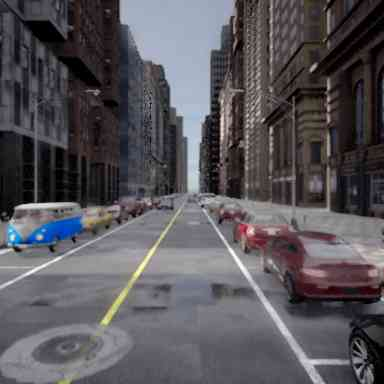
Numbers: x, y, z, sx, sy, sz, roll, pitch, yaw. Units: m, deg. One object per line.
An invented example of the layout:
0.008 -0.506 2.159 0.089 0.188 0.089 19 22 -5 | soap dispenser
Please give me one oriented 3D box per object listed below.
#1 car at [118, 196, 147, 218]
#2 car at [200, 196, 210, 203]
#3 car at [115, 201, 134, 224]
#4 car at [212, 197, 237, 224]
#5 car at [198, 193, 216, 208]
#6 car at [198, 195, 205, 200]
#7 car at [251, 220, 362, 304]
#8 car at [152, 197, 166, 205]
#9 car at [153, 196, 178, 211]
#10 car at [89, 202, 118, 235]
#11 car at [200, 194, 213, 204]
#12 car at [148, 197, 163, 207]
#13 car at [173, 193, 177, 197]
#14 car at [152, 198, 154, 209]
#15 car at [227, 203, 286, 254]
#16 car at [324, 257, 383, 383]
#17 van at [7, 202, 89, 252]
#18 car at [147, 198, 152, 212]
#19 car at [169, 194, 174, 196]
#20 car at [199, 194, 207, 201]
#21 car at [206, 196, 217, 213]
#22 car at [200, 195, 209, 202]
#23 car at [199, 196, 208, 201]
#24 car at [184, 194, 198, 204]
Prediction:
-5.773 1.305 30.262 2.192 1.841 5.009 0 0 0 | car
2.743 1.560 69.490 1.947 1.339 4.313 0 0 0 | car
-5.770 1.574 24.659 1.802 1.307 4.206 0 0 0 | car
2.754 1.432 24.676 1.967 1.590 4.097 0 0 0 | car
2.383 1.209 47.450 2.150 2.045 5.566 0 0 0 | car
2.738 1.587 91.897 1.802 1.307 4.206 0 0 0 | car
2.759 1.579 7.872 1.802 1.307 4.206 0 0 0 | car
-5.779 1.556 58.271 1.947 1.339 4.313 0 0 0 | car
-3.101 1.553 39.791 1.994 1.385 4.181 0 0 0 | car
-5.769 1.519 18.887 1.752 1.417 4.829 0 0 0 | car
2.744 1.307 63.888 2.192 1.841 5.009 0 0 0 | car
-5.777 1.555 52.670 1.947 1.339 4.313 0 0 0 | car
-5.788 1.445 91.885 1.967 1.590 4.097 0 0 0 | car
-5.775 1.429 41.465 1.967 1.590 4.097 0 0 0 | car
2.757 1.435 13.473 1.967 1.590 4.097 0 0 0 | car
2.760 1.565 2.269 1.947 1.339 4.313 0 0 0 | car
-5.768 1.336 13.455 1.690 1.788 3.998 0 0 0 | van
-5.773 1.571 35.864 1.802 1.307 4.206 0 0 0 | car
-5.783 1.542 75.078 1.887 1.381 4.507 0 0 0 | car
2.739 1.442 86.295 1.967 1.590 4.097 0 0 0 | car
2.751 1.515 36.050 1.752 1.417 4.829 0 0 0 | car
2.742 1.437 75.092 1.967 1.590 4.097 0 0 0 | car
2.741 1.565 80.693 1.947 1.339 4.313 0 0 0 | car
-0.015 1.542 64.680 2.033 1.411 5.357 0 0 0 | car
